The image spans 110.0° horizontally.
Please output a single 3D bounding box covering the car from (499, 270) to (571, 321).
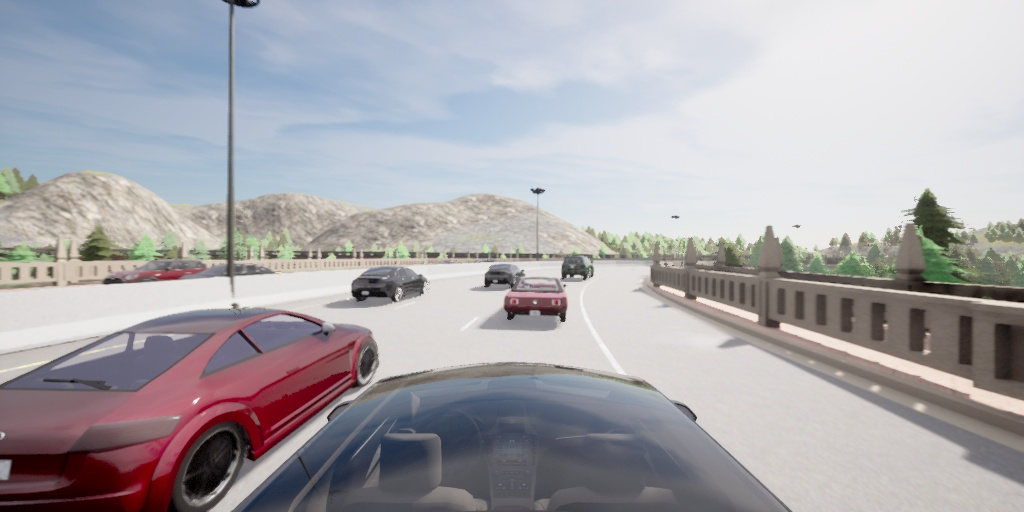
[{"bbox_3d":[0.955,1.356,12.530,1.895,1.301,4.718,0,0,7],"label":"car"}]

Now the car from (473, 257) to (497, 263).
[{"bbox_3d":[-4.335,0.913,58.479,2.128,1.511,4.902,0,0,32],"label":"car"}]

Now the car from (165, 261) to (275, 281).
[{"bbox_3d":[-15.681,1.179,19.972,1.837,1.490,4.892,0,0,11],"label":"car"}]

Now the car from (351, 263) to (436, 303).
[{"bbox_3d":[-5.443,1.230,16.626,1.837,1.490,4.892,0,0,9],"label":"car"}]

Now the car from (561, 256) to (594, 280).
[{"bbox_3d":[5.887,1.002,31.816,2.150,2.045,5.566,0,0,21],"label":"car"}]

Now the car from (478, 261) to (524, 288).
[{"bbox_3d":[-0.385,1.255,23.545,1.837,1.490,4.892,0,0,14],"label":"car"}]

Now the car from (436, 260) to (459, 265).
[{"bbox_3d":[-7.033,1.211,37.621,2.128,1.511,4.902,0,0,22],"label":"car"}]

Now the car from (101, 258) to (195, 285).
[{"bbox_3d":[-19.256,1.010,19.783,2.097,1.767,4.553,0,0,11],"label":"car"}]

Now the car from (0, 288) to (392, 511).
[{"bbox_3d":[-3.220,1.298,4.241,1.994,1.385,4.181,0,0,2],"label":"car"}]
